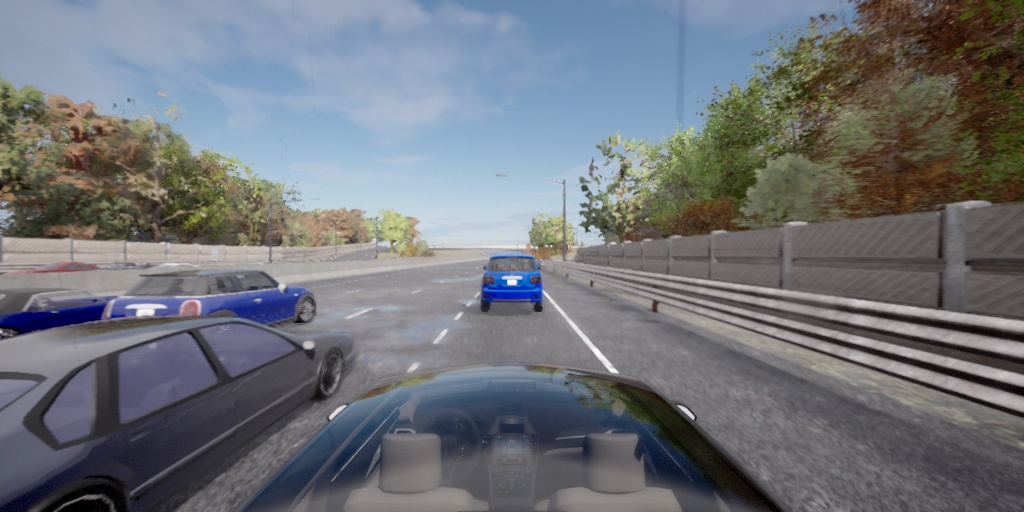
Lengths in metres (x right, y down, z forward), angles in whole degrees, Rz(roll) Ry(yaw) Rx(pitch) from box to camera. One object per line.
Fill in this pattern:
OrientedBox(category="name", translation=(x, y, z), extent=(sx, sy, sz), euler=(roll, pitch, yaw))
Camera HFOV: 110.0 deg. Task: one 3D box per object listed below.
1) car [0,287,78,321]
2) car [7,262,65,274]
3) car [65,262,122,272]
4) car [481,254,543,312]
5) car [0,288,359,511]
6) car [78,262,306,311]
OrientedBox(category="car", translation=(-10.398, 1.336, 7.983), extent=(1.895, 1.301, 4.718), euler=(0, 0, 0))
OrientedBox(category="car", translation=(-31.566, 1.185, 25.163), extent=(1.882, 1.535, 5.008), euler=(0, 0, 0))
OrientedBox(category="car", translation=(-28.068, 1.197, 25.942), extent=(2.128, 1.511, 4.902), euler=(0, 0, 0))
OrientedBox(category="car", translation=(0.003, 0.944, 14.273), extent=(2.150, 2.045, 5.566), euler=(0, 0, 0))
OrientedBox(category="car", translation=(-3.400, 1.293, 3.340), extent=(2.033, 1.411, 5.357), euler=(0, 0, 0))
OrientedBox(category="car", translation=(-6.898, 1.085, 8.880), extent=(2.097, 1.767, 4.553), euler=(0, 0, 0))
